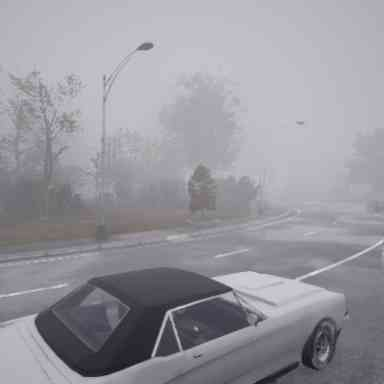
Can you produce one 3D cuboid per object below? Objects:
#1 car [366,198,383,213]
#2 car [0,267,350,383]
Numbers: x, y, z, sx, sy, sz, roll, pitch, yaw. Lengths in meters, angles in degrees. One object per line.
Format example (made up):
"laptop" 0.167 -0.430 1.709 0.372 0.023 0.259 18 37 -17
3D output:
"car" 20.718 1.451 36.685 2.128 1.511 4.902 1 0 14
"car" -0.092 1.616 3.967 4.718 1.301 1.895 0 0 -38
